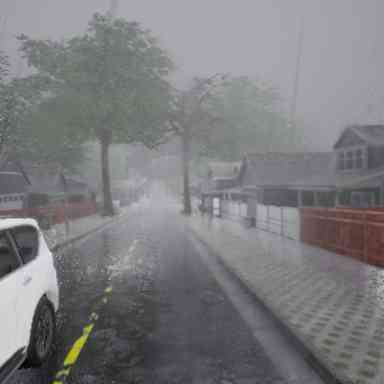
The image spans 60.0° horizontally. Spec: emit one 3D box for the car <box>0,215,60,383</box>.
[{"bbox_3d":[-2.928,1.317,2.939,2.150,2.045,5.566,-1,-1,-5],"label":"car"}]
